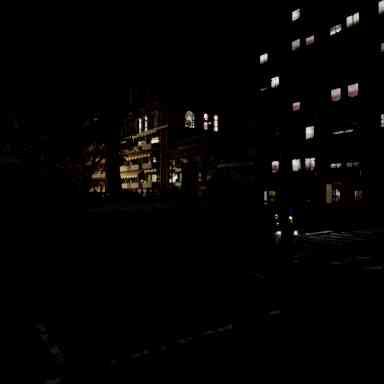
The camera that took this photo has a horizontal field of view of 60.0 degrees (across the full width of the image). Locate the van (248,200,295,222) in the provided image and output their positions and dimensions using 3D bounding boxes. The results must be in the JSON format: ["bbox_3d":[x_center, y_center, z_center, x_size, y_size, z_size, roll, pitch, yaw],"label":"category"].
[{"bbox_3d":[7.155,1.642,30.201,1.690,1.788,3.998,-1,0,-36],"label":"van"}]

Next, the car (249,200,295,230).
[{"bbox_3d":[4.937,1.605,23.434,2.097,1.767,4.553,0,-1,-36],"label":"car"}]
